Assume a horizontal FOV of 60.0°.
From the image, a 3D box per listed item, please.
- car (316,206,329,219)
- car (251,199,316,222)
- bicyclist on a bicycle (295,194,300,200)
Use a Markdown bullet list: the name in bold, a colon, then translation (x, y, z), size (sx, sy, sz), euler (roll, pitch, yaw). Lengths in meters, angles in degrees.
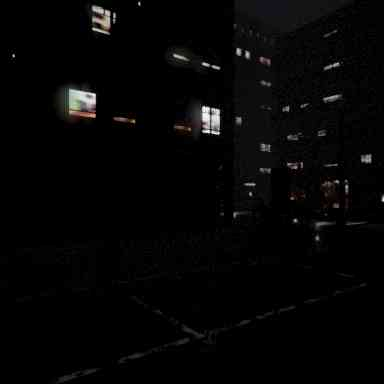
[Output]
- **car**: translation (8.271, 1.317, 25.839), size (1.812, 1.442, 4.674), euler (0, 1, -37)
- **car**: translation (6.254, 1.342, 24.195), size (2.008, 1.369, 4.403), euler (1, 0, -36)
- **bicyclist on a bicycle**: translation (11.503, 1.011, 36.215), size (1.656, 1.620, 0.582), euler (0, 1, -36)
